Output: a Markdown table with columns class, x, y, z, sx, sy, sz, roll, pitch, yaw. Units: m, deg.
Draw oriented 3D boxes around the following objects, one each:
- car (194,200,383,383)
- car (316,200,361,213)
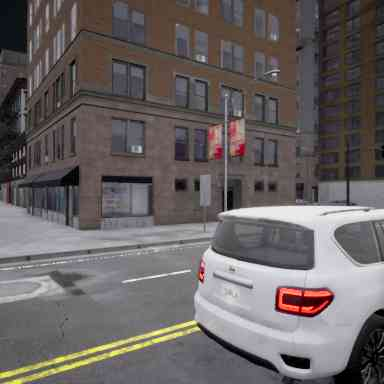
| class | x | y | z | sx | sy | sz | roll | pitch | yaw |
| --- | --- | --- | --- | --- | --- | --- | --- | --- | --- |
| car | 2.645 | 1.222 | 5.312 | 5.566 | 2.045 | 2.150 | 0 | 0 | -35 |
| car | 16.982 | 1.597 | 38.728 | 1.947 | 1.339 | 4.313 | 0 | 0 | -35 |
